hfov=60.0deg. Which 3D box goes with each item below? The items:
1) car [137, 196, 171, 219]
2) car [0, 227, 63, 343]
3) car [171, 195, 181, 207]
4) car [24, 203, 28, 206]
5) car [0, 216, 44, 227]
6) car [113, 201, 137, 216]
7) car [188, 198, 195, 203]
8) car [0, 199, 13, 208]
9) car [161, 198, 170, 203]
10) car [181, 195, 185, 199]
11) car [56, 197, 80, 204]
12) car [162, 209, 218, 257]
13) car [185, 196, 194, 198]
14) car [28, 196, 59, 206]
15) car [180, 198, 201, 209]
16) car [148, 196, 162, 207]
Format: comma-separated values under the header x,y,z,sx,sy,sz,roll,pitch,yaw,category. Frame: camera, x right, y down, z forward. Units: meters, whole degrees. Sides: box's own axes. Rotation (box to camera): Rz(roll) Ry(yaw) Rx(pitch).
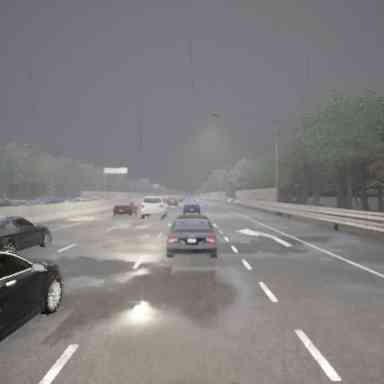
x,y,z,sx,sy,sz,roll,pitch,yaw,category
-3.522,1.458,32.040,2.150,2.045,5.566,0,0,0,car
-3.501,1.541,4.802,1.837,1.490,4.892,0,0,0,car
-3.547,1.821,61.662,2.097,1.767,4.553,0,0,0,car
-24.578,1.962,52.242,1.994,1.385,4.181,0,0,1,car
-7.006,1.616,12.461,1.812,1.442,4.674,0,0,0,car
-7.024,1.741,35.413,1.882,1.535,5.008,0,0,0,car
-0.074,2.282,93.179,1.994,1.385,4.181,0,0,0,car
-28.085,1.876,48.623,1.837,1.490,4.892,0,0,0,car
-7.071,2.235,88.969,2.033,1.411,5.357,0,0,0,car
-3.571,2.049,88.908,2.097,1.767,4.553,0,0,0,car
-17.594,1.846,48.637,1.882,1.535,5.008,0,0,0,car
-0.006,1.641,13.264,2.033,1.411,5.357,0,0,0,car
-0.050,1.975,65.105,1.882,1.535,5.008,0,0,0,car
-21.089,1.591,48.584,2.150,2.045,5.566,0,0,1,car
-0.025,1.759,37.918,1.882,1.535,5.008,0,0,0,car
-7.049,1.707,63.499,2.150,2.045,5.566,0,0,0,car
